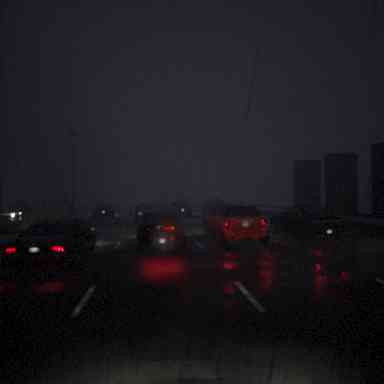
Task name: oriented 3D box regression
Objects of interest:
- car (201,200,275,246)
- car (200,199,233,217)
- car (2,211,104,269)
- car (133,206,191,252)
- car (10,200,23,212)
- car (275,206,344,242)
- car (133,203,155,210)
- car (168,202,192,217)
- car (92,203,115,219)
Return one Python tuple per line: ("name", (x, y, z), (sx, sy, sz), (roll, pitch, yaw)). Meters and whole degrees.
("car", (1.886, 1.345, 15.622), (2.097, 1.767, 4.553), (-1, 0, -8))
("car", (2.248, 1.517, 32.373), (1.837, 1.490, 4.892), (-1, 0, -13))
("car", (-4.594, 1.629, 11.525), (2.033, 1.411, 5.357), (-1, 0, -7))
("car", (-1.408, 1.539, 14.126), (1.837, 1.490, 4.892), (-1, -1, -9))
("car", (-23.801, 1.893, 46.050), (2.128, 1.511, 4.902), (-1, 0, -19))
("car", (5.349, 1.437, 16.183), (2.128, 1.511, 4.902), (-1, 0, -8))
("car", (-3.794, 1.638, 27.369), (2.033, 1.411, 5.357), (-1, 0, -12))
("car", (-1.299, 1.625, 32.166), (1.994, 1.385, 4.181), (-1, 0, -13))
("car", (-8.192, 1.722, 30.904), (1.994, 1.385, 4.181), (-1, 0, -13))
